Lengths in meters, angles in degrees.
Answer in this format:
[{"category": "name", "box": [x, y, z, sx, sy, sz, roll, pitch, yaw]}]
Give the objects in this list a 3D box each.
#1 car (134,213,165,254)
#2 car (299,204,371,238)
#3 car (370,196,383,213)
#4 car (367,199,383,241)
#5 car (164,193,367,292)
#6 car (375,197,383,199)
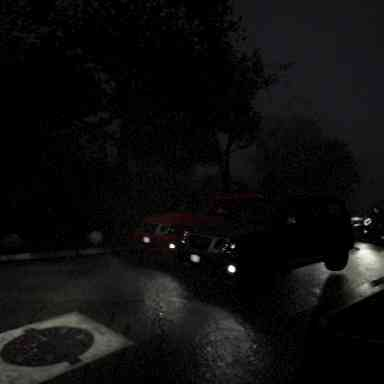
[{"category": "car", "box": [0.738, 1.079, 11.646, 5.566, 2.045, 2.150, 1, 1, -41]}, {"category": "car", "box": [7.941, 1.448, 18.210, 4.892, 1.490, 1.837, 1, 0, -43]}, {"category": "car", "box": [22.503, 1.423, 38.996, 2.097, 1.767, 4.553, 1, 1, 18]}, {"category": "car", "box": [9.671, 1.350, 15.433, 4.553, 1.767, 2.097, 1, 1, -43]}, {"category": "car", "box": [2.250, 1.133, 9.047, 5.566, 2.045, 2.150, 1, 1, -38]}, {"category": "car", "box": [15.639, 1.434, 26.306, 2.097, 1.767, 4.553, 1, 0, 37]}]
